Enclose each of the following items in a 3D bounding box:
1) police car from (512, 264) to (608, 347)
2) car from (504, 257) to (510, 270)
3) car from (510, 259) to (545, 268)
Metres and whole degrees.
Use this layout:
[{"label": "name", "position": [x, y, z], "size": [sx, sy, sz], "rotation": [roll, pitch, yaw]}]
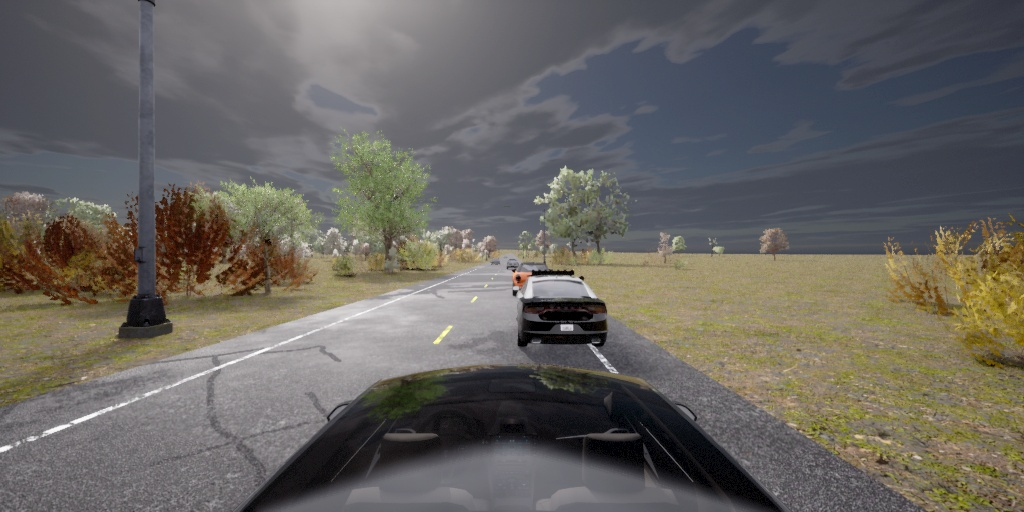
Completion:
[{"label": "police car", "position": [1.059, 1.173, 9.477], "size": [1.930, 1.638, 5.238], "rotation": [0, 0, 0]}, {"label": "car", "position": [0.123, 1.246, 52.928], "size": [2.033, 1.411, 5.357], "rotation": [0, 0, 0]}, {"label": "car", "position": [1.068, 1.095, 19.338], "size": [2.097, 1.767, 4.553], "rotation": [0, 0, 0]}]
